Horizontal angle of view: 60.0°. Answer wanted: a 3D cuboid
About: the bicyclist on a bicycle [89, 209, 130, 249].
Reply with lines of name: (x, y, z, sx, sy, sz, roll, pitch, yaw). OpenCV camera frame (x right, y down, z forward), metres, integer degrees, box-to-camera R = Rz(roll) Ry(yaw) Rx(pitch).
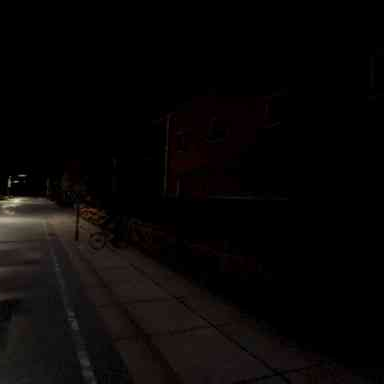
bicyclist on a bicycle: (-3.310, 1.512, 13.538, 1.656, 1.620, 0.582, 3, -1, -25)
